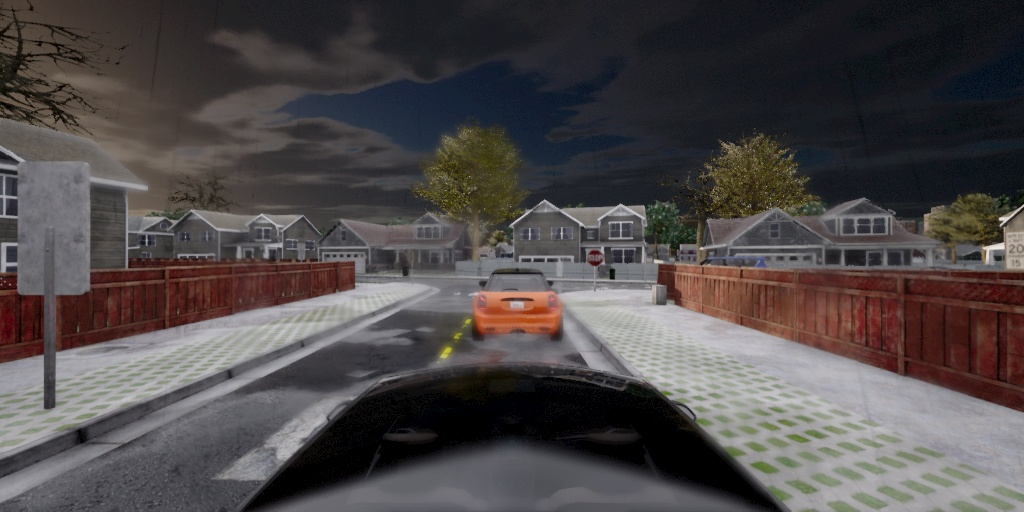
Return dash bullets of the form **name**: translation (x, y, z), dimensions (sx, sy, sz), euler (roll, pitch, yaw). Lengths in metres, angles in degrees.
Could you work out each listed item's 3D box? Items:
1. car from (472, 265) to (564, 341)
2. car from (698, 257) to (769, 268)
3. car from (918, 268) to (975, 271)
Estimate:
- **car**: translation (0.132, 1.102, 10.016), dimensions (2.097, 1.767, 4.553), euler (0, 0, 0)
- **car**: translation (13.210, 1.057, 22.924), dimensions (5.566, 2.045, 2.150), euler (0, 0, 18)
- **car**: translation (23.068, 1.391, 19.529), dimensions (4.892, 1.490, 1.837), euler (0, 0, 20)
